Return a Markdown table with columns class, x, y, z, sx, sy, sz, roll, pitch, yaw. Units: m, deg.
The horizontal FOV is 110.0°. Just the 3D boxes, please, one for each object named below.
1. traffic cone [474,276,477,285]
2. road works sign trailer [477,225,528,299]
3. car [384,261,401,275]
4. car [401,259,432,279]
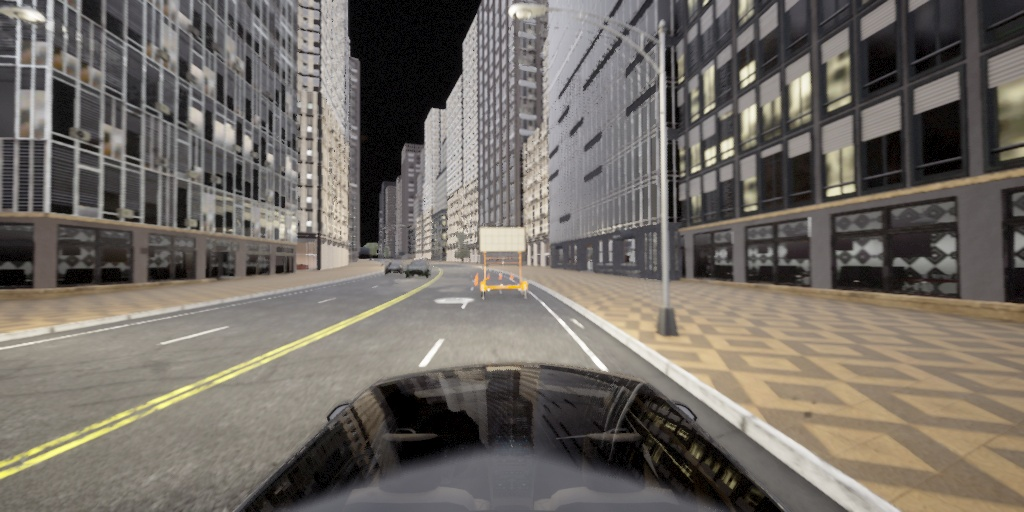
| class | x | y | z | sx | sy | sz | roll | pitch | yaw |
| --- | --- | --- | --- | --- | --- | --- | --- | --- | --- |
| traffic cone | -2.471 | 1.734 | 25.161 | 0.340 | 0.580 | 0.340 | 0 | 0 | -5 |
| road works sign trailer | -0.475 | 0.228 | 18.312 | 2.380 | 3.560 | 2.880 | 0 | 0 | -5 |
| car | -13.071 | 1.341 | 40.314 | 1.837 | 1.490 | 4.892 | 0 | 0 | -9 |
| car | -8.849 | 1.167 | 34.139 | 2.097 | 1.767 | 4.553 | 0 | 0 | -8 |
